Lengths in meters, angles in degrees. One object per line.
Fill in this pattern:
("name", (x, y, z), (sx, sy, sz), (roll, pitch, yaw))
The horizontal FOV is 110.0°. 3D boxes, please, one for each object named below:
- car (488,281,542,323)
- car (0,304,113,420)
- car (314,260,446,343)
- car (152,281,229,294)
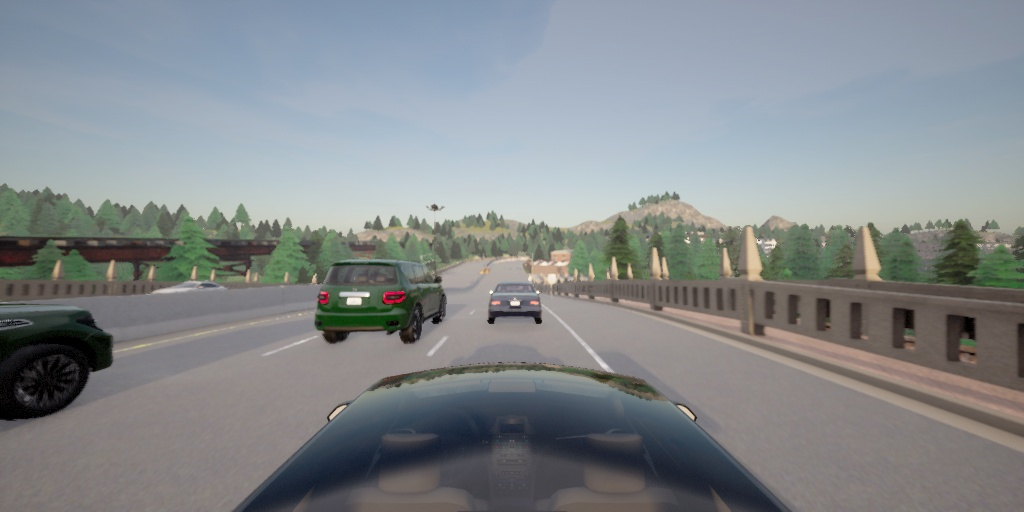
("car", (0.095, 1.649, 13.598), (2.033, 1.411, 5.357), (0, -3, 0))
("car", (-6.900, 0.979, 2.785), (2.150, 2.045, 5.566), (0, 0, 0))
("car", (-3.404, 1.168, 10.409), (2.150, 2.045, 5.566), (0, -2, 0))
("car", (-21.043, 2.386, 23.764), (1.812, 1.442, 4.674), (0, -5, 1))
